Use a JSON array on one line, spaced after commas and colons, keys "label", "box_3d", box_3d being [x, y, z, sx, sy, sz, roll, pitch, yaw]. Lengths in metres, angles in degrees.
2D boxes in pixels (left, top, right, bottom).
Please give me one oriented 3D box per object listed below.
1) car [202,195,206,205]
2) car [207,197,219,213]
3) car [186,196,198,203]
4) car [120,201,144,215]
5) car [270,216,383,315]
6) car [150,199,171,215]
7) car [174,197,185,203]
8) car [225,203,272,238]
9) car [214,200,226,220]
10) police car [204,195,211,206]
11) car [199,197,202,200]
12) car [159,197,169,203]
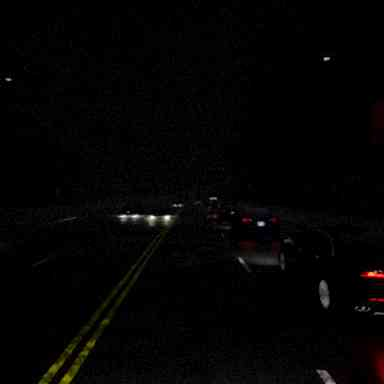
[{"label": "car", "box_3d": [3.268, 1.874, 62.031, 1.837, 1.490, 4.892, 0, -1, 0]}, {"label": "car", "box_3d": [3.262, 1.669, 40.016, 2.128, 1.511, 4.902, 0, 0, 0]}, {"label": "car", "box_3d": [0.023, 1.922, 81.989, 1.812, 1.442, 4.674, 0, -1, 0]}, {"label": "car", "box_3d": [-6.585, 1.703, 37.026, 2.033, 1.411, 5.357, 0, 0, 0]}, {"label": "car", "box_3d": [3.354, 1.509, 7.584, 1.837, 1.490, 4.892, 0, 0, 0]}, {"label": "car", "box_3d": [-3.335, 1.624, 35.643, 1.882, 1.535, 5.008, 0, 0, 0]}, {"label": "car", "box_3d": [-3.228, 1.838, 77.201, 2.128, 1.511, 4.902, 0, -1, 0]}, {"label": "car", "box_3d": [3.255, 1.548, 18.033, 2.163, 1.488, 4.792, 0, 0, 0]}, {"label": "car", "box_3d": [3.259, 1.669, 29.009, 1.994, 1.385, 4.181, 0, 0, 0]}, {"label": "police car", "box_3d": [3.265, 1.692, 51.134, 1.930, 1.638, 5.238, 0, -1, 0]}, {"label": "car", "box_3d": [3.271, 1.713, 73.072, 2.150, 2.045, 5.566, 0, -1, 0]}, {"label": "car", "box_3d": [-6.478, 1.939, 78.577, 1.994, 1.385, 4.181, 0, -1, 0]}]
